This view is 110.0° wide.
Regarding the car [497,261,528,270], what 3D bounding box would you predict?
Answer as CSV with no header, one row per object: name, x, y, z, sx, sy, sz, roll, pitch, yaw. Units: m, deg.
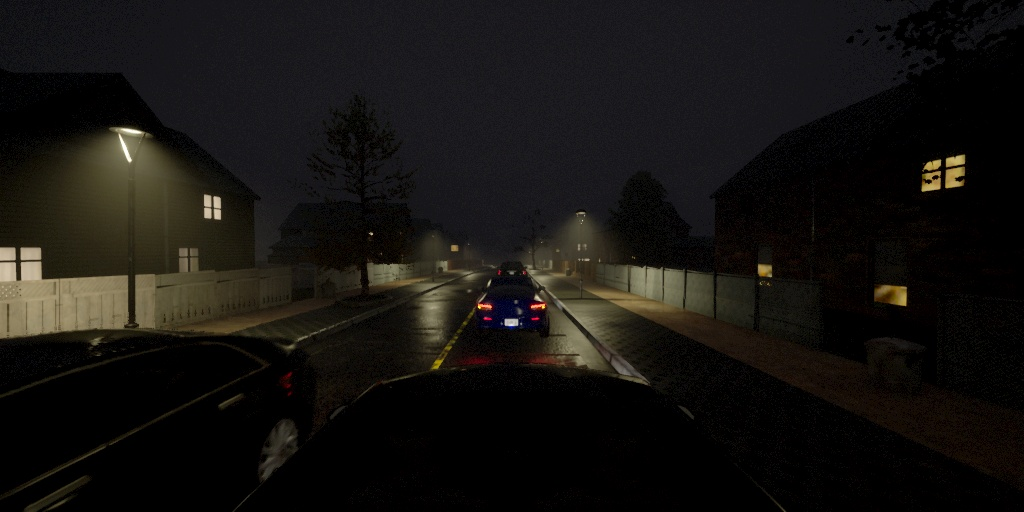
car,0.008,1.122,24.992,2.097,1.767,4.553,0,0,1

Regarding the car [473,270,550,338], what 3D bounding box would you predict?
car,-0.015,1.275,10.072,1.812,1.442,4.674,0,0,0

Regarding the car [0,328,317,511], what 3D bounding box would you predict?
car,-2.849,1.256,1.624,1.837,1.490,4.892,0,0,0
